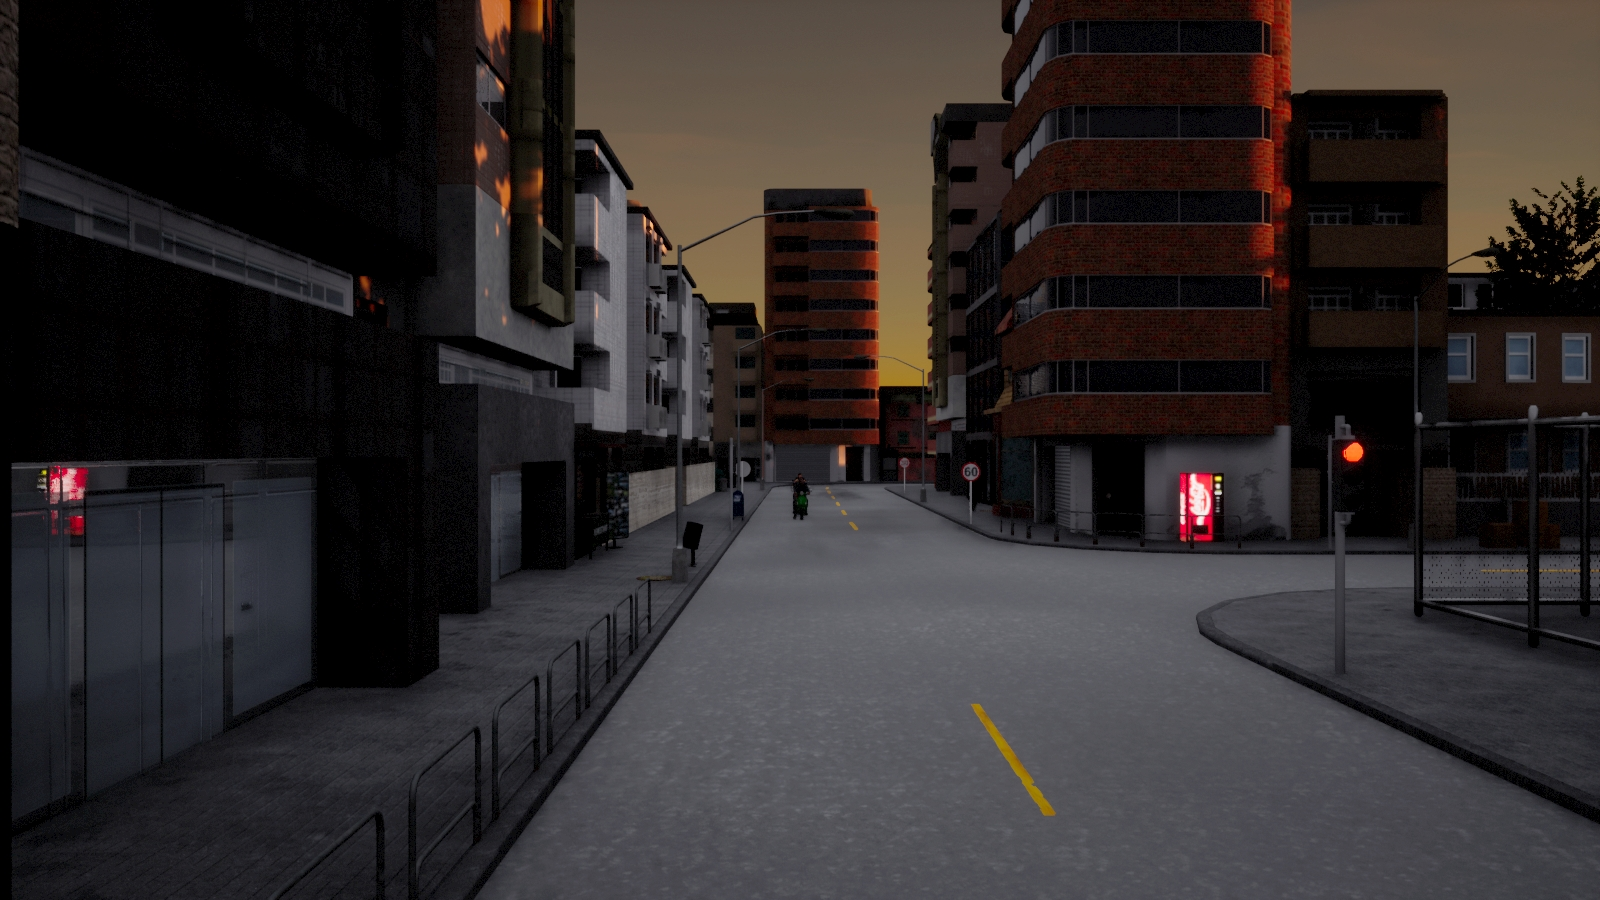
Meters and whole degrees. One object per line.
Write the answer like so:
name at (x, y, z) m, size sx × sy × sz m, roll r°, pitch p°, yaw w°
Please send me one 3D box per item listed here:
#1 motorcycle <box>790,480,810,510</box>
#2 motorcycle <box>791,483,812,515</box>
motorcycle at (0.019, 1.970, 50.389) m, size 0.856 × 1.236 × 1.805 m, roll 0°, pitch 0°, yaw 0°
motorcycle at (0.063, 1.970, 46.521) m, size 0.856 × 1.236 × 1.805 m, roll 0°, pitch 0°, yaw 0°
